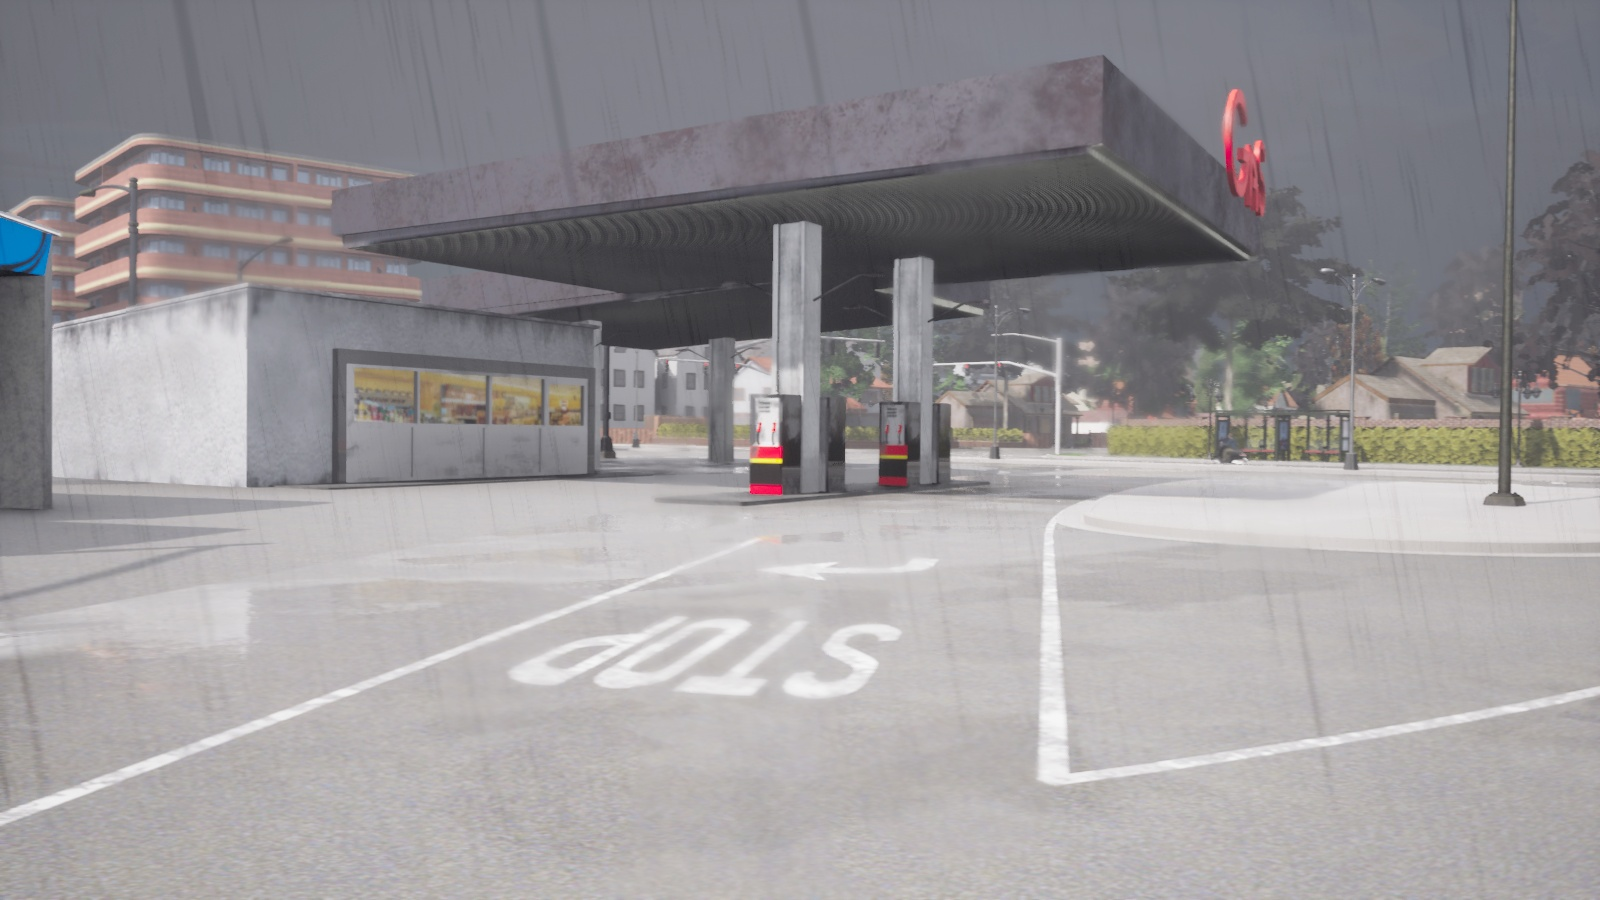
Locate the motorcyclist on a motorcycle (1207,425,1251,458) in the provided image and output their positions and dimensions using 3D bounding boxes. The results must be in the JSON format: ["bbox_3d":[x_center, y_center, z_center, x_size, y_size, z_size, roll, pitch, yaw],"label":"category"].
[{"bbox_3d":[21.046,-0.423,61.633,0.866,1.590,1.817,-1,1,-42],"label":"motorcyclist on a motorcycle"}]
